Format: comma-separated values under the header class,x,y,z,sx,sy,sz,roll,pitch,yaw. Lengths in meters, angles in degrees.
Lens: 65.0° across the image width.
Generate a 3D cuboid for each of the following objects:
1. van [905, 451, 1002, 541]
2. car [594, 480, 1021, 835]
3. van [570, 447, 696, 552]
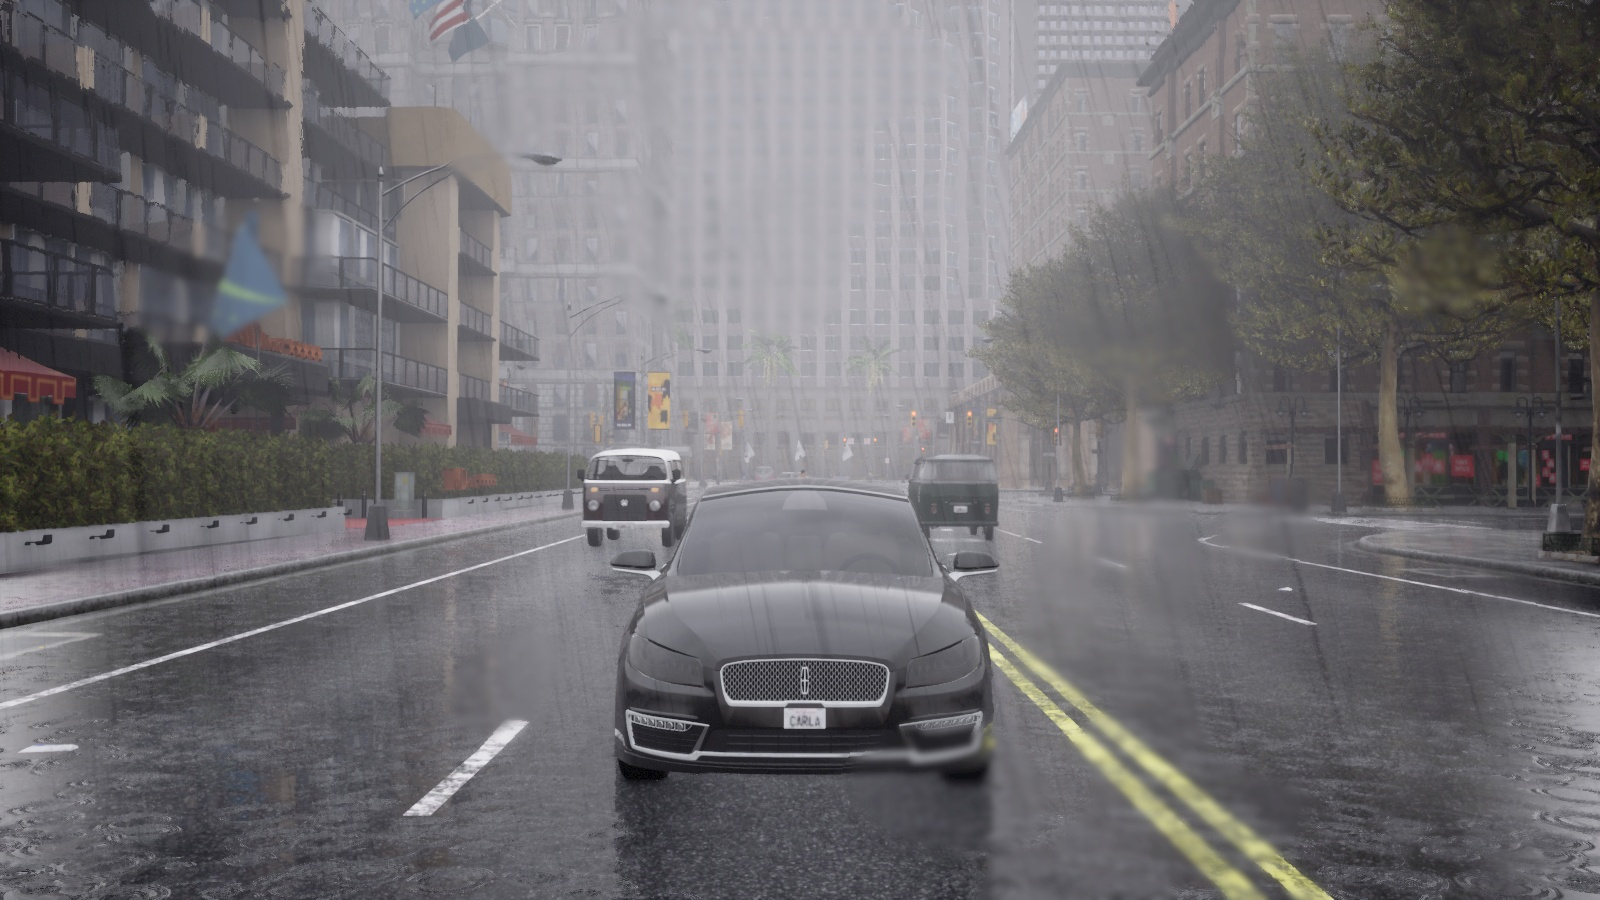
class,x,y,z,sx,sy,sz,roll,pitch,yaw
van,3.586,1.057,30.080,1.775,1.987,4.442,0,-1,0
car,0.035,0.951,7.865,1.837,1.490,4.892,0,-1,0
van,-3.422,0.997,26.612,2.069,2.038,4.480,0,-1,0
